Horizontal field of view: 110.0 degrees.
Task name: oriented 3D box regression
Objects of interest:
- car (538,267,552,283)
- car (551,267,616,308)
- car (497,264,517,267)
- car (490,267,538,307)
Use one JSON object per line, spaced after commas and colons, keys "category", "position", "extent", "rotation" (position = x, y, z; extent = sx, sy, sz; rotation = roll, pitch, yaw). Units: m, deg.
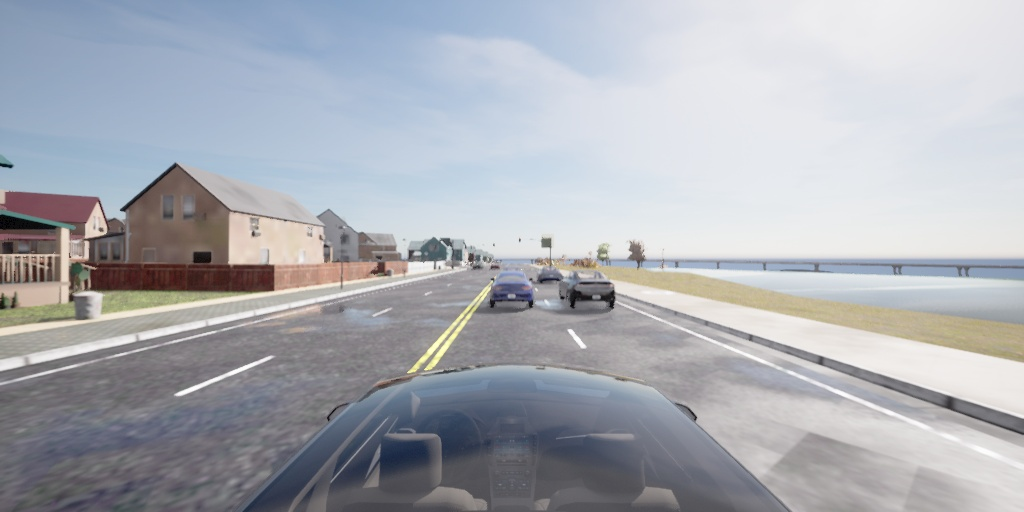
{"category": "car", "position": [3.226, 1.608, 31.144], "extent": [1.994, 1.385, 4.181], "rotation": [0, -1, 0]}
{"category": "car", "position": [3.239, 1.384, 16.137], "extent": [2.128, 1.511, 4.902], "rotation": [0, 0, 0]}
{"category": "car", "position": [-0.026, 1.587, 30.826], "extent": [2.033, 1.411, 5.357], "rotation": [0, -1, 0]}
{"category": "car", "position": [-0.009, 1.418, 16.220], "extent": [1.812, 1.442, 4.674], "rotation": [0, 0, 0]}
